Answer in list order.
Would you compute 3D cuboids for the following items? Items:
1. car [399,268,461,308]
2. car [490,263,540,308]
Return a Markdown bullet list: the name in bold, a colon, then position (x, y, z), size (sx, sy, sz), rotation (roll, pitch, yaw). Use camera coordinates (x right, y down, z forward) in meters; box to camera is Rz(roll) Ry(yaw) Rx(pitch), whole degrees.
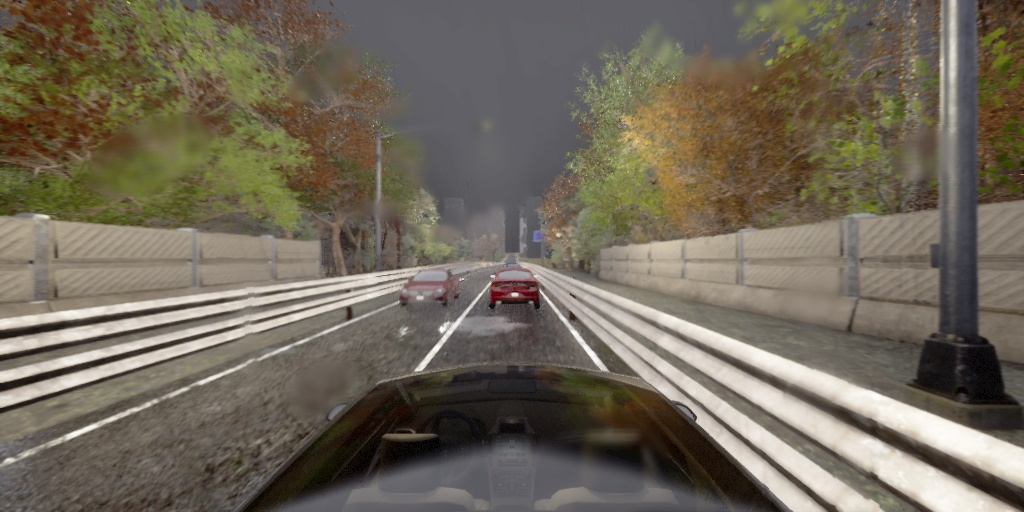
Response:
- **car**: position (-3.341, 1.271, 15.397), size (1.812, 1.442, 4.674), rotation (0, 0, 0)
- **car**: position (0.104, 1.228, 15.210), size (1.882, 1.535, 5.008), rotation (0, 0, 0)
